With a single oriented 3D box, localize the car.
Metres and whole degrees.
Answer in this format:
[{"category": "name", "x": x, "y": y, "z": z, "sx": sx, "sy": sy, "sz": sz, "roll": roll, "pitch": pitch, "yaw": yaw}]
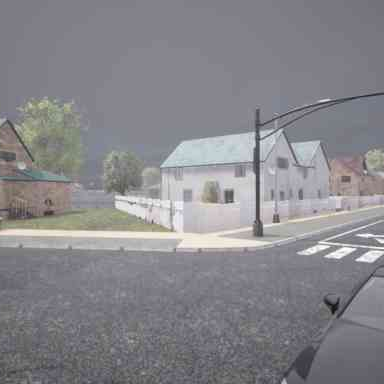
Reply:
[{"category": "car", "x": 2.565, "y": 1.524, "z": 3.471, "sx": 1.812, "sy": 1.442, "sz": 4.674, "roll": 0, "pitch": 0, "yaw": 42}]
